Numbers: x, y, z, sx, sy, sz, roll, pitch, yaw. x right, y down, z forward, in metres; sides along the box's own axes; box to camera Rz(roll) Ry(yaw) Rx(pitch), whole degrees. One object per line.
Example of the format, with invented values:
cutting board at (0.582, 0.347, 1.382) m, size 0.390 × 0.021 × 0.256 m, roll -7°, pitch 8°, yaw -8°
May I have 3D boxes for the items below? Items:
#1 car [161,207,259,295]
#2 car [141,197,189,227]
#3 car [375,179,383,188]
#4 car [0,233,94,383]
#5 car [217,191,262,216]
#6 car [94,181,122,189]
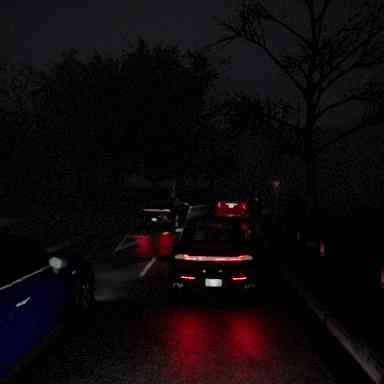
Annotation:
car at (0.534, 1.397, 8.506) m, size 2.128 × 1.511 × 4.902 m, roll 0°, pitch 1°, yaw 3°
car at (-1.385, 1.049, 19.076) m, size 2.128 × 1.511 × 4.902 m, roll 0°, pitch 3°, yaw 12°
car at (34.921, -1.555, 59.542) m, size 2.185 × 1.767 × 4.553 m, roll -1°, pitch 4°, yaw -15°
car at (-2.919, 1.320, 4.401) m, size 2.097 × 1.767 × 4.553 m, roll 0°, pitch 1°, yaw 2°
car at (3.200, 0.777, 21.904) m, size 2.097 × 1.767 × 4.553 m, roll 1°, pitch 3°, yaw 24°
car at (-14.944, -1.219, 59.199) m, size 5.008 × 1.535 × 1.882 m, roll 0°, pitch 3°, yaw -5°
